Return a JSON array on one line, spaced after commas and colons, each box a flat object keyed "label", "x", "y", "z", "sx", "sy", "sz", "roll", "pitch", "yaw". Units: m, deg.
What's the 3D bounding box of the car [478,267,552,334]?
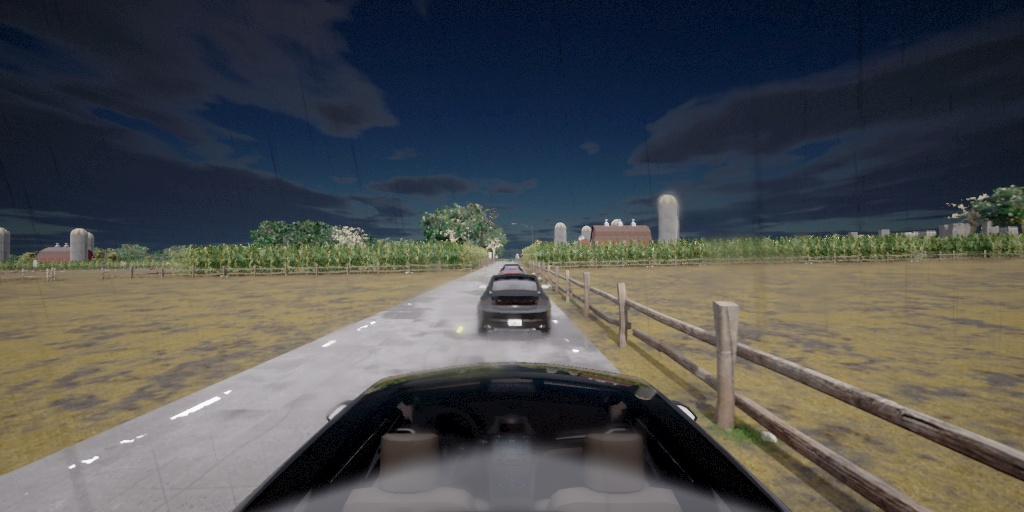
[{"label": "car", "x": 0.060, "y": 1.260, "z": 10.574, "sx": 1.837, "sy": 1.490, "sz": 4.892, "roll": 0, "pitch": 0, "yaw": 0}]

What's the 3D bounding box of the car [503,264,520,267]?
[{"label": "car", "x": -0.022, "y": 1.311, "z": 27.585, "sx": 1.994, "sy": 1.385, "sz": 4.181, "roll": 0, "pitch": 0, "yaw": 0}]
